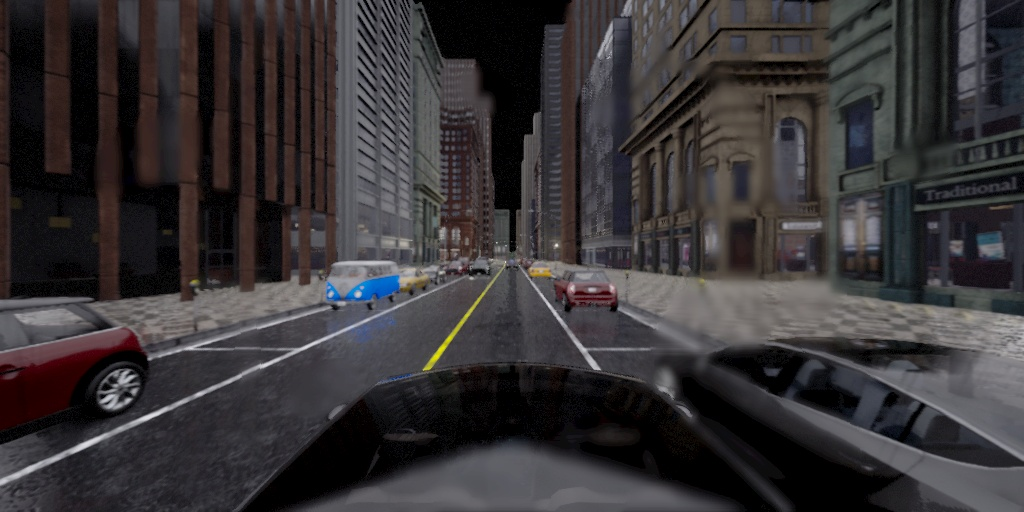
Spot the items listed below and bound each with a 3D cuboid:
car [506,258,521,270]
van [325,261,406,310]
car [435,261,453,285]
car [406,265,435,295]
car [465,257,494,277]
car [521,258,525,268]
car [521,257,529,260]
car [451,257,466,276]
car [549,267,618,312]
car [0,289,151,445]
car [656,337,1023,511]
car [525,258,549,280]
[{"bbox_3d":[0.030,1.351,53.543,1.895,1.301,4.718,0,0,1],"label":"car"},{"bbox_3d":[-5.764,1.087,14.233,1.690,1.789,3.998,0,0,0],"label":"van"},{"bbox_3d":[-5.764,1.296,25.506,2.007,1.370,4.403,0,0,0],"label":"car"},{"bbox_3d":[-5.764,1.271,19.700,1.751,1.417,4.829,0,0,0],"label":"car"},{"bbox_3d":[-3.092,1.099,35.904,2.097,1.767,4.553,0,0,0],"label":"car"},{"bbox_3d":[2.759,1.332,53.695,1.802,1.307,4.207,0,0,0],"label":"car"},{"bbox_3d":[2.759,1.334,59.332,1.802,1.307,4.207,0,0,0],"label":"car"},{"bbox_3d":[-5.765,1.186,36.779,1.967,1.591,4.097,0,0,0],"label":"car"},{"bbox_3d":[2.761,1.186,14.240,1.967,1.591,4.097,0,0,0],"label":"car"},{"bbox_3d":[-5.763,1.189,2.960,1.967,1.591,4.097,0,0,0],"label":"car"},{"bbox_3d":[2.762,1.316,2.969,1.948,1.339,4.313,0,0,0],"label":"car"},{"bbox_3d":[2.348,1.203,31.310,1.801,1.575,5.366,0,0,0],"label":"car"}]
